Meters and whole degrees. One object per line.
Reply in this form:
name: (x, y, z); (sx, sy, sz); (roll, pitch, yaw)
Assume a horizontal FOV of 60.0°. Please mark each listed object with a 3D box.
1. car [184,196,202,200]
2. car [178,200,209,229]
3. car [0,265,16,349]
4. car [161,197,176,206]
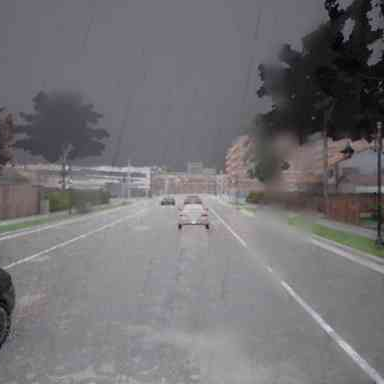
car: (0.102, 1.215, 38.159); (2.097, 1.767, 4.553); (0, 0, 0)
car: (0.102, 1.462, 21.123); (1.812, 1.442, 4.674); (0, 0, 0)
car: (-3.600, 1.521, 3.340); (1.812, 1.442, 4.674); (0, 0, 0)
car: (-3.499, 1.383, 49.643); (1.994, 1.385, 4.181); (0, 0, 0)
